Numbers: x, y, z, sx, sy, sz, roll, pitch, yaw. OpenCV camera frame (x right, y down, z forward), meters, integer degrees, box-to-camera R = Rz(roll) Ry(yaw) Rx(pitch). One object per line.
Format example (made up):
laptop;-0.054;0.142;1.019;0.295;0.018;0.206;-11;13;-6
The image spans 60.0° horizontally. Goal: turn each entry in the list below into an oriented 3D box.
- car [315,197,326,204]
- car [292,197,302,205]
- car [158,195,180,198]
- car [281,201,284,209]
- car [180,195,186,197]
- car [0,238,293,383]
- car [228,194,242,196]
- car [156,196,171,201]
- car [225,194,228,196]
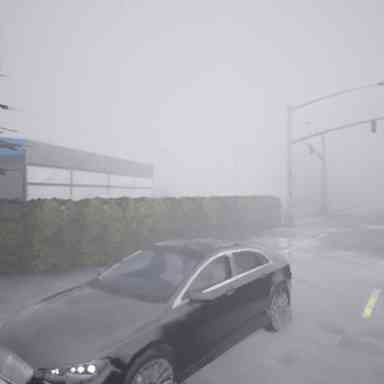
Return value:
car;26.027;1.686;66.979;1.845;1.501;3.633;0;0;35
car;19.321;1.683;62.622;1.970;1.475;3.806;0;0;35
car;-4.963;1.651;66.310;2.007;1.523;4.514;0;0;35
car;11.061;1.562;45.676;2.007;1.523;4.514;0;0;35
car;-2.178;1.607;86.473;2.152;1.636;5.027;0;0;35
car;-0.155;1.518;4.889;2.128;1.511;4.902;0;0;39
car;10.903;1.487;77.781;1.932;1.855;4.605;0;0;35
car;-7.614;1.711;89.898;1.970;1.475;3.806;0;0;35
car;8.289;1.477;79.115;1.905;1.878;3.866;0;0;35
